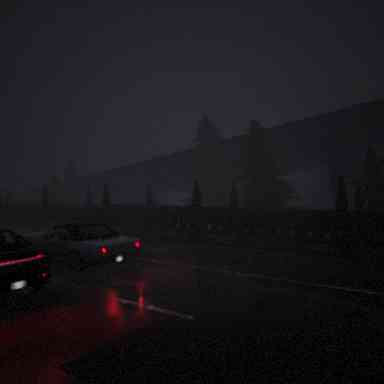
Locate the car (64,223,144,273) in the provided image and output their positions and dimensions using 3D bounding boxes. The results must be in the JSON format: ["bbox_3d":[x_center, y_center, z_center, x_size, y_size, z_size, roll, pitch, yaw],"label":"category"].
[{"bbox_3d":[-3.939,1.695,11.087,4.718,1.301,1.895,-1,0,35],"label":"car"}]

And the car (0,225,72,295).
[{"bbox_3d":[-5.274,1.578,7.742,4.902,1.511,2.128,-1,0,35],"label":"car"}]
